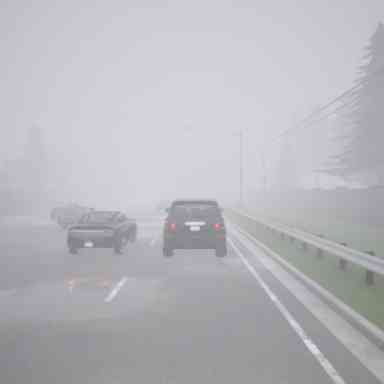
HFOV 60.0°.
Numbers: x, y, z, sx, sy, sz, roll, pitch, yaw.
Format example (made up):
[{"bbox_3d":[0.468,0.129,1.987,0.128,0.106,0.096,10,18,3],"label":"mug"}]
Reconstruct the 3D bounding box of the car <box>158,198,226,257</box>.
[{"bbox_3d":[0.096,1.250,13.257,2.150,2.045,5.566,0,0,0],"label":"car"}]

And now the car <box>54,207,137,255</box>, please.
[{"bbox_3d":[-3.405,1.519,13.397,2.128,1.511,4.902,0,0,0],"label":"car"}]

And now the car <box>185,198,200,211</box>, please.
[{"bbox_3d":[0.089,1.613,43.426,1.812,1.442,4.674,0,0,0],"label":"car"}]

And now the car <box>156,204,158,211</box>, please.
[{"bbox_3d":[-3.413,1.649,42.427,1.994,1.385,4.181,0,0,0],"label":"car"}]

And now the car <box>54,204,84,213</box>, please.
[{"bbox_3d":[-6.906,1.643,21.588,1.895,1.301,4.718,0,0,0],"label":"car"}]

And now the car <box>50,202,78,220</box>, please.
[{"bbox_3d":[-10.407,1.581,28.229,1.812,1.442,4.674,0,0,0],"label":"car"}]
